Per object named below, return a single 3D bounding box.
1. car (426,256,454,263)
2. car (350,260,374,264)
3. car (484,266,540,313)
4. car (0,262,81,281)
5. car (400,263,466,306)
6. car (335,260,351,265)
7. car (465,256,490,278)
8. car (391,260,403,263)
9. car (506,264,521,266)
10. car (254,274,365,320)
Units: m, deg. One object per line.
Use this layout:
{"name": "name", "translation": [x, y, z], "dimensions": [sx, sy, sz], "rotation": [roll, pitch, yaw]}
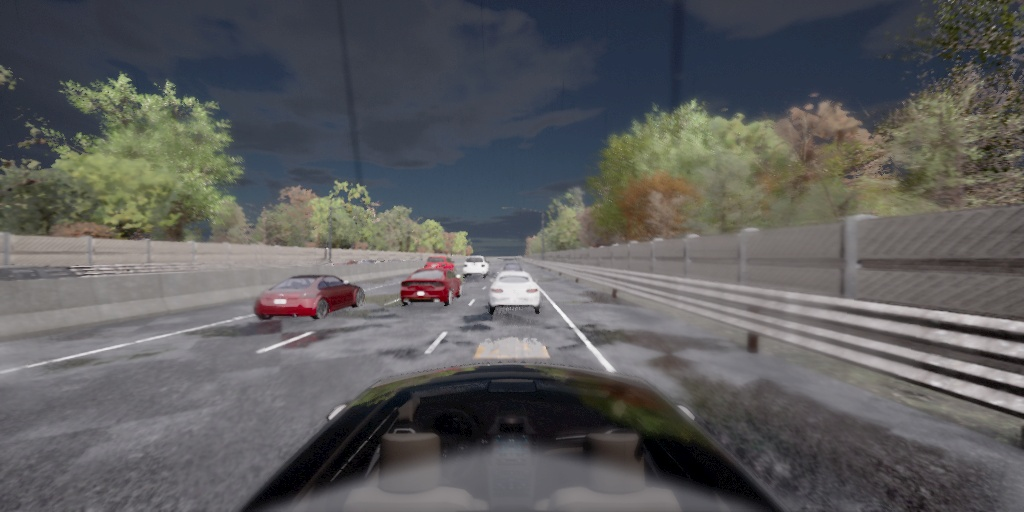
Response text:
{"name": "car", "translation": [-6.906, 1.041, 34.694], "dimensions": [2.150, 2.045, 5.566], "rotation": [0, 0, 0]}
{"name": "car", "translation": [-21.055, 1.413, 52.384], "dimensions": [2.033, 1.411, 5.357], "rotation": [0, 0, 1]}
{"name": "car", "translation": [0.090, 1.298, 14.077], "dimensions": [1.812, 1.442, 4.674], "rotation": [0, 0, 0]}
{"name": "car", "translation": [-17.603, 1.120, 12.182], "dimensions": [2.097, 1.767, 4.553], "rotation": [0, 0, 0]}
{"name": "car", "translation": [-3.403, 1.253, 15.855], "dimensions": [1.882, 1.535, 5.008], "rotation": [0, 0, 0]}
{"name": "car", "translation": [-24.552, 1.347, 53.506], "dimensions": [1.882, 1.535, 5.008], "rotation": [0, 0, 1]}
{"name": "car", "translation": [-3.405, 1.041, 34.856], "dimensions": [2.150, 2.045, 5.566], "rotation": [0, 0, 0]}
{"name": "car", "translation": [-17.557, 1.361, 53.950], "dimensions": [2.128, 1.511, 4.902], "rotation": [0, 0, 1]}
{"name": "car", "translation": [0.095, 1.356, 30.673], "dimensions": [2.033, 1.411, 5.357], "rotation": [0, 0, 0]}
{"name": "car", "translation": [-6.903, 1.334, 12.699], "dimensions": [1.994, 1.385, 4.181], "rotation": [0, 0, 0]}
